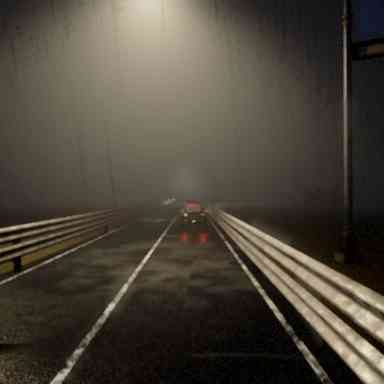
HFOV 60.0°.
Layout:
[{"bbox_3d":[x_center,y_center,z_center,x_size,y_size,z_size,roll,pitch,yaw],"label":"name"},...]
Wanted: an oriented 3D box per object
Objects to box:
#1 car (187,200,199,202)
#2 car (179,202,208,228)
[{"bbox_3d":[0.115,1.729,41.503,2.097,1.767,4.553,0,-1,0],"label":"car"},{"bbox_3d":[0.110,1.709,23.854,2.128,1.511,4.902,0,-1,0],"label":"car"}]
